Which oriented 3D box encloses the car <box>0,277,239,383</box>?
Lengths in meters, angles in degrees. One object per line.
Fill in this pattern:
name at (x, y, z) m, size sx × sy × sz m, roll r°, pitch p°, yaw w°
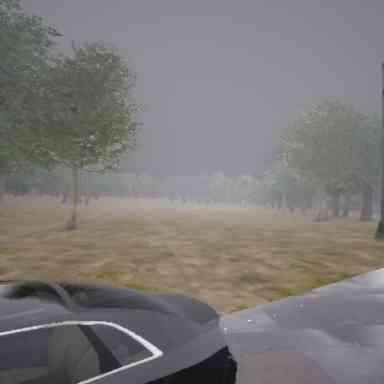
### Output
car at (-1.850, 1.508, 2.177) m, size 4.892 × 1.490 × 1.837 m, roll 0°, pitch 0°, yaw -37°
